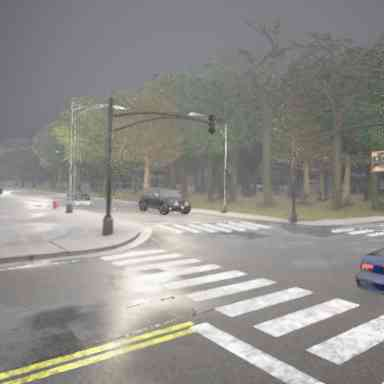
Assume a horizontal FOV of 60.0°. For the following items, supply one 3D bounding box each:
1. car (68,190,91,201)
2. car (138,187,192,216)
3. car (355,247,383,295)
[{"bbox_3d":[-14.964,0.449,44.132,1.994,1.385,4.181,2,1,-36],"label":"car"},{"bbox_3d":[-2.285,0.700,26.630,2.150,2.045,5.566,2,1,-36],"label":"car"},{"bbox_3d":[5.898,1.565,7.646,5.357,1.411,2.033,0,0,-35],"label":"car"}]
